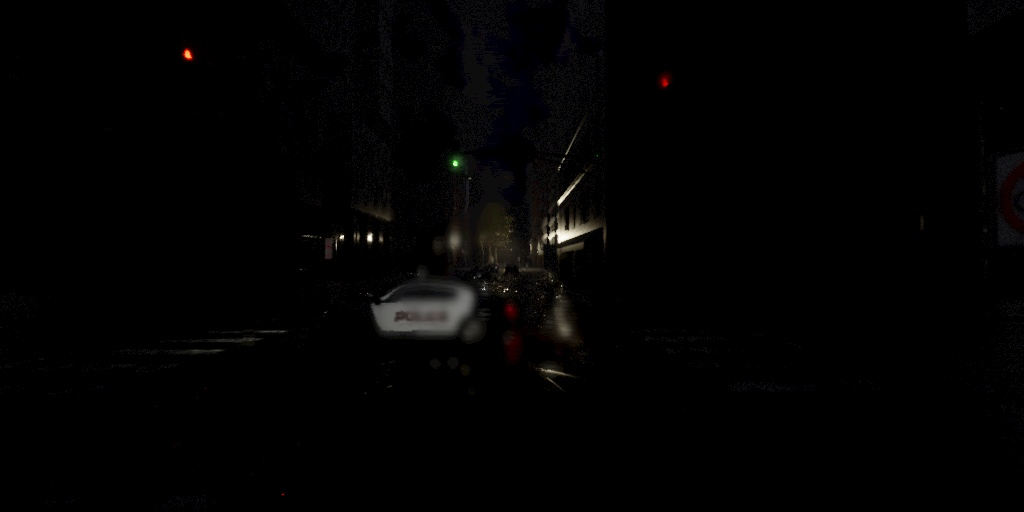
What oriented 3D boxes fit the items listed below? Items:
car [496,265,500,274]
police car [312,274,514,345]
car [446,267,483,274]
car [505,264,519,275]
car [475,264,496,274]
[{"bbox_3d":[-3.020,1.971,55.911,1.812,1.442,4.674,0,-1,0],"label":"car"},{"bbox_3d":[-2.427,1.364,9.337,4.974,1.542,2.038,0,-1,0],"label":"police car"},{"bbox_3d":[-3.105,1.549,21.035,2.033,1.411,5.357,0,-1,0],"label":"car"},{"bbox_3d":[-0.016,1.856,51.058,1.882,1.535,5.008,0,-1,0],"label":"car"},{"bbox_3d":[-3.103,1.697,37.049,2.128,1.511,4.902,0,-1,0],"label":"car"}]
